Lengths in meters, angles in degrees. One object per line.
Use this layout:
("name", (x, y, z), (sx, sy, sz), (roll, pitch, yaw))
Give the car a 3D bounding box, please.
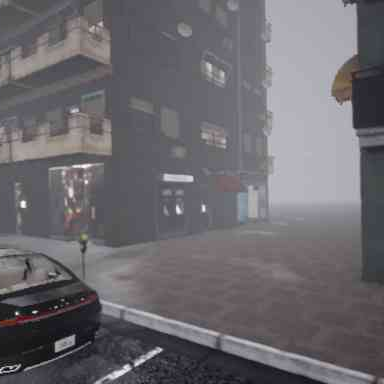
("car", (-3.289, 1.580, 5.231), (4.403, 1.369, 2.008), (0, -1, 35))
